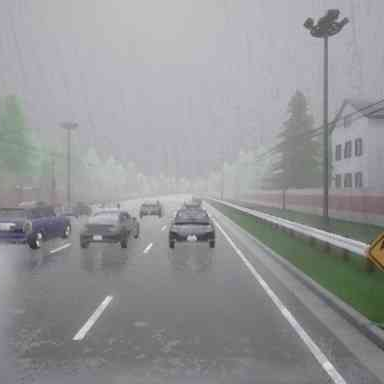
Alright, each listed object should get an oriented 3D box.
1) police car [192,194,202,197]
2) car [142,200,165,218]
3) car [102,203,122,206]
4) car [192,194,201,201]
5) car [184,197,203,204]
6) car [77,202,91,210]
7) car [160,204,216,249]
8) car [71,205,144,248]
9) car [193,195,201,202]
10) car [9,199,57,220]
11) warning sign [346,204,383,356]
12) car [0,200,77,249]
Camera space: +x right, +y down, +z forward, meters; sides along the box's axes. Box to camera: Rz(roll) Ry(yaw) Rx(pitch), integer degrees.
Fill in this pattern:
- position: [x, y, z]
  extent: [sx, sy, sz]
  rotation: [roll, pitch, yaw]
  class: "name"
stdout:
- position: [1.050, 1.425, 64.762]
  extent: [1.930, 1.638, 5.238]
  rotation: [0, 0, 0]
  class: "police car"
- position: [-3.500, 1.495, 29.650]
  extent: [2.128, 1.511, 4.902]
  rotation: [0, 0, 0]
  class: "car"
- position: [-7.000, 1.616, 29.680]
  extent: [1.895, 1.301, 4.718]
  rotation: [0, 0, 0]
  class: "car"
- position: [1.050, 1.350, 80.622]
  extent: [2.097, 1.767, 4.553]
  rotation: [0, 0, 0]
  class: "car"
- position: [0.000, 1.495, 29.650]
  extent: [2.128, 1.511, 4.902]
  rotation: [0, 0, 0]
  class: "car"
- position: [-10.500, 1.563, 29.650]
  extent: [2.033, 1.411, 5.357]
  rotation: [0, 0, 0]
  class: "car"
- position: [0.000, 1.495, 14.650]
  extent: [2.128, 1.511, 4.902]
  rotation: [0, 0, 0]
  class: "car"
- position: [-3.500, 1.533, 14.650]
  extent: [1.812, 1.442, 4.674]
  rotation: [0, 0, 0]
  class: "car"
- position: [1.050, 1.526, 74.652]
  extent: [1.812, 1.442, 4.674]
  rotation: [0, 0, 0]
  class: "car"
- position: [-14.000, 1.485, 29.650]
  extent: [1.882, 1.535, 5.008]
  rotation: [0, 0, 0]
  class: "car"
- position: [3.050, 1.114, 4.652]
  extent: [1.300, 1.860, 1.060]
  rotation: [0, 0, 0]
  class: "warning sign"
- position: [-7.000, 1.366, 14.620]
  extent: [2.097, 1.767, 4.553]
  rotation: [0, 0, 0]
  class: "car"
